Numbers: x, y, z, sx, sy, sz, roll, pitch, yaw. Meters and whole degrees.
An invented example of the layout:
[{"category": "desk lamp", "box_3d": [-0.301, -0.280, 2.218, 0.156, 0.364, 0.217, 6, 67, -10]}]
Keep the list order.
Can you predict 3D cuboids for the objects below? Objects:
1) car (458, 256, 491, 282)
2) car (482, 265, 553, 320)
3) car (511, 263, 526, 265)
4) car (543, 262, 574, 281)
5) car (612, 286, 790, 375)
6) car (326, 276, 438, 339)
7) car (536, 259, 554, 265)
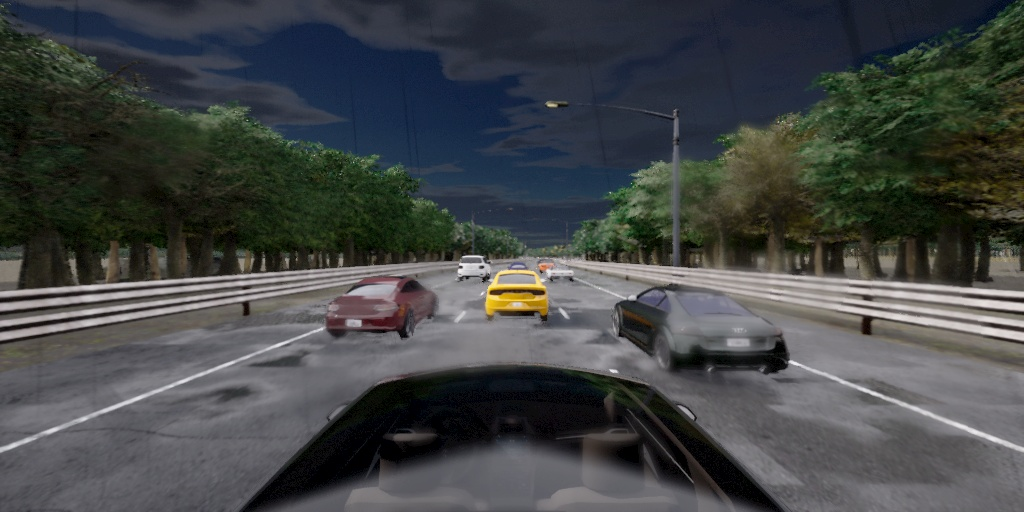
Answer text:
[{"category": "car", "box_3d": [-2.997, 1.006, 29.437, 2.150, 2.045, 5.566, 0, 0, 2]}, {"category": "car", "box_3d": [0.177, 1.233, 12.676, 1.882, 1.535, 5.008, 0, 0, 1]}, {"category": "car", "box_3d": [0.557, 1.318, 31.110, 1.812, 1.442, 4.674, 0, 0, 2]}, {"category": "car", "box_3d": [3.909, 1.390, 29.817, 1.895, 1.301, 4.718, 0, 0, 2]}, {"category": "car", "box_3d": [3.530, 1.320, 7.575, 1.994, 1.385, 4.181, 0, 0, 0]}, {"category": "car", "box_3d": [-3.364, 1.277, 9.982, 1.812, 1.442, 4.674, 0, 0, 0]}, {"category": "car", "box_3d": [4.497, 1.209, 45.683, 2.097, 1.767, 4.553, 0, 0, 3]}]
